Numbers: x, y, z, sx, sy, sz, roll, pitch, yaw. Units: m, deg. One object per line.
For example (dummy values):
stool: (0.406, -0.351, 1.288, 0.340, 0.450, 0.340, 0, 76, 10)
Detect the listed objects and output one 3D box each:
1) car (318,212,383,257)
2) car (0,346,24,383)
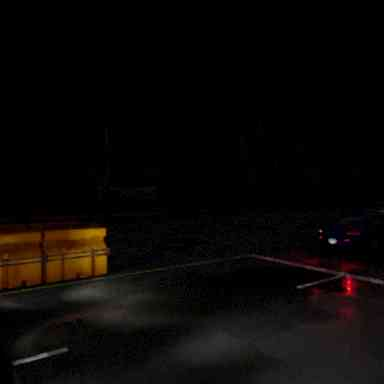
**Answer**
car: (6.742, 1.512, 12.857, 4.674, 1.442, 1.812, 0, 0, -35)
car: (-3.280, 1.603, 1.408, 4.718, 1.301, 1.895, 0, 0, -35)
